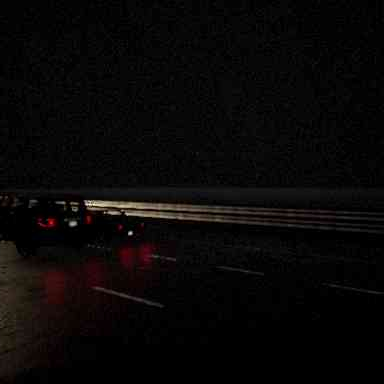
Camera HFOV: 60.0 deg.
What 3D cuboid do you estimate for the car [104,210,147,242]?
[{"bbox_3d":[-4.461,1.470,15.695,4.718,1.301,1.895,1,0,36],"label":"car"}]

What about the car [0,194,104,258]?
[{"bbox_3d":[-6.091,1.098,12.552,5.566,2.045,2.150,1,1,36],"label":"car"}]
